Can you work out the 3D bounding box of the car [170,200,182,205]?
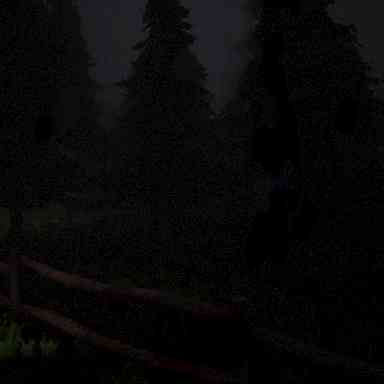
[{"bbox_3d":[-2.751,1.591,37.141,4.181,1.385,1.994,0,0,-13],"label":"car"}]
